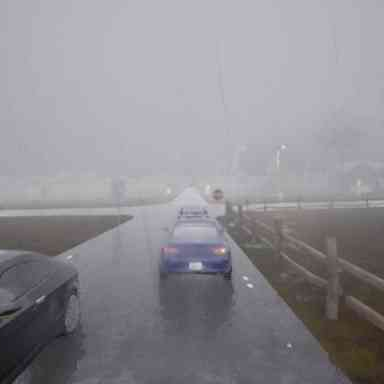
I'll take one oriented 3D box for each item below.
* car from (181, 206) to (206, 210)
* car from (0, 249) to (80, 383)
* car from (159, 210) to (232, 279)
[{"bbox_3d":[0.071,1.499,20.328,1.895,1.301,4.718,0,0,0],"label":"car"},{"bbox_3d":[-2.754,1.508,3.880,1.812,1.442,4.674,0,0,0],"label":"car"},{"bbox_3d":[0.093,1.480,9.766,1.812,1.442,4.674,0,0,0],"label":"car"}]
